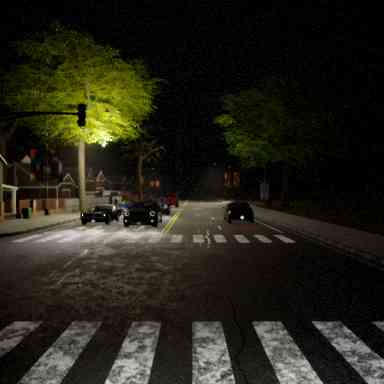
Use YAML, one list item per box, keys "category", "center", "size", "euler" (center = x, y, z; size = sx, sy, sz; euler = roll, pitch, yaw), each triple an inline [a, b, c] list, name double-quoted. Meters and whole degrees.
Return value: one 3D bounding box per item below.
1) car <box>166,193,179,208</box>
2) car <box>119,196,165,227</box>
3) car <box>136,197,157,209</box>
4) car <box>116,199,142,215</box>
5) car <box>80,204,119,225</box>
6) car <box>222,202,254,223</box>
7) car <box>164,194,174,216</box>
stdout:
- category: "car"
  center: [-3.093, 1.215, 48.172]
  size: [2.150, 2.045, 5.566]
  euler: [0, 0, 1]
- category: "car"
  center: [-3.235, 1.344, 22.542]
  size: [2.097, 1.767, 4.553]
  euler: [0, 0, 0]
- category: "car"
  center: [-6.349, 1.484, 46.973]
  size: [2.128, 1.511, 4.902]
  euler: [0, 0, 0]
- category: "car"
  center: [-6.415, 1.516, 34.212]
  size: [1.812, 1.442, 4.674]
  euler: [0, 0, 0]
- category: "car"
  center: [-6.476, 1.593, 24.040]
  size: [1.895, 1.301, 4.718]
  euler: [0, 0, 0]
- category: "car"
  center: [3.475, 1.496, 25.324]
  size: [1.837, 1.490, 4.892]
  euler: [0, 0, 0]
- category: "car"
  center: [-3.185, 1.342, 32.276]
  size: [2.097, 1.767, 4.553]
  euler: [0, 0, 0]
